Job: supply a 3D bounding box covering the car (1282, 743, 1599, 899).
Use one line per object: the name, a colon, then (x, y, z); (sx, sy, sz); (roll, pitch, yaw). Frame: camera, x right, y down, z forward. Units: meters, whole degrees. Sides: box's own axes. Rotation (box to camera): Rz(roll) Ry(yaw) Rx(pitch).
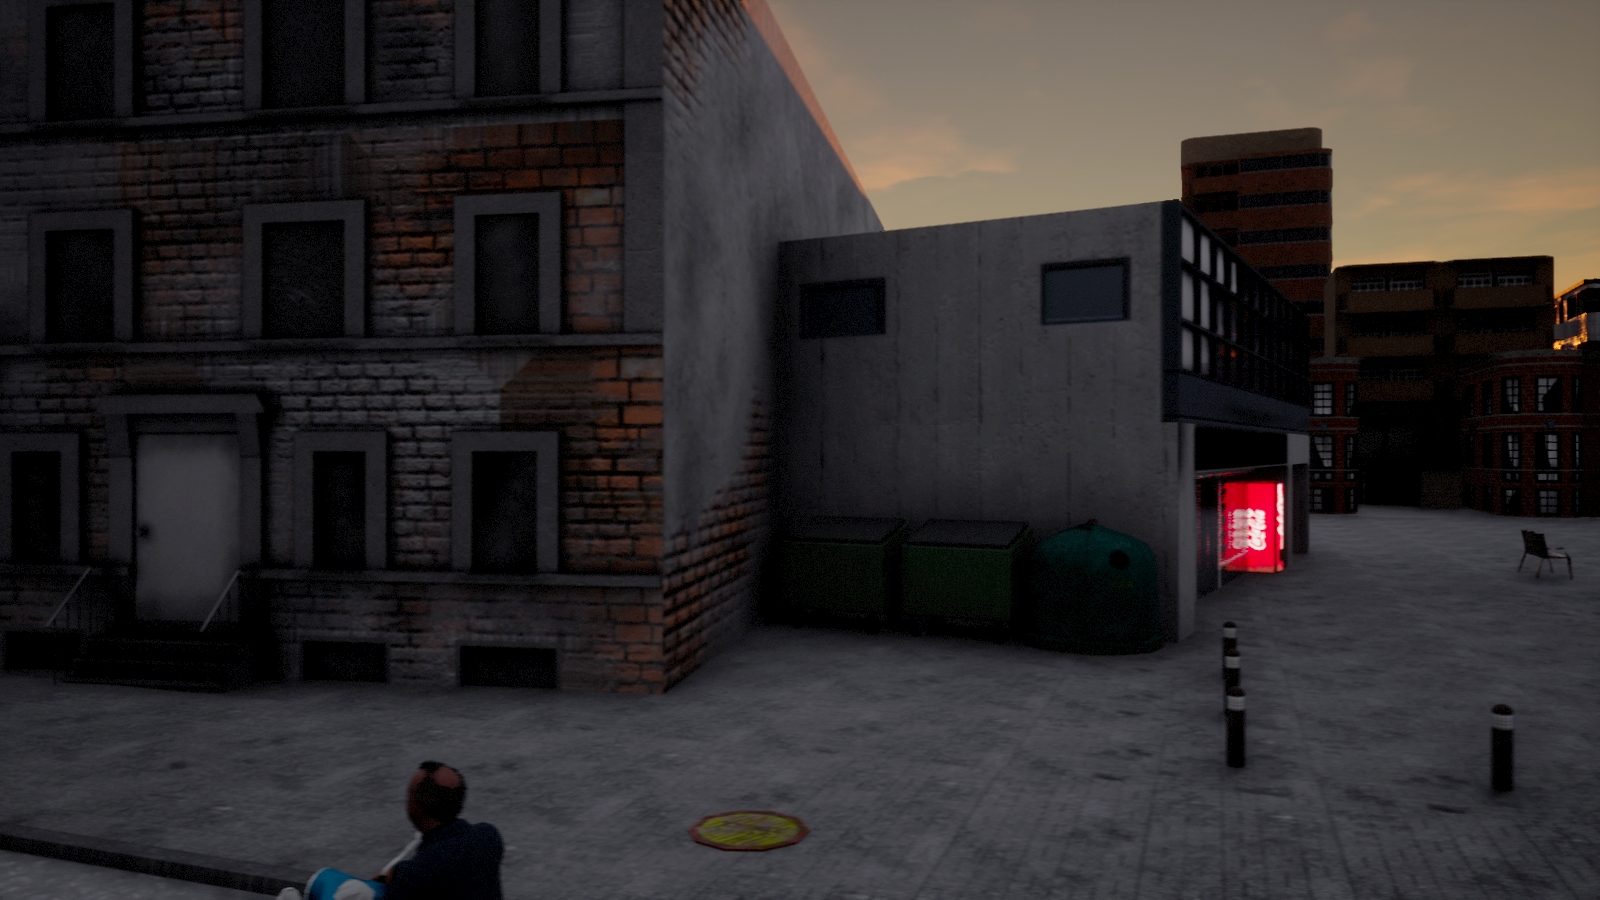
car: (3.766, 1.839, 2.471); (4.892, 1.480, 2.231); (0, 0, 20)
